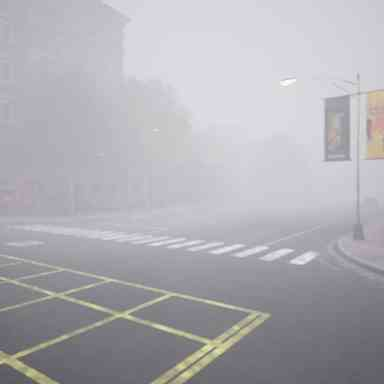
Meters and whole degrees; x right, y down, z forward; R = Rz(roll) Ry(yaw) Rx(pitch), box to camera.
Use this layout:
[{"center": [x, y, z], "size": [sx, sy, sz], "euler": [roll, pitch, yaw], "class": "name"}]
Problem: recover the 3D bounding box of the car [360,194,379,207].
[{"center": [29.173, 1.566, 54.265], "size": [1.837, 1.490, 4.892], "euler": [0, 0, 35], "class": "car"}]
